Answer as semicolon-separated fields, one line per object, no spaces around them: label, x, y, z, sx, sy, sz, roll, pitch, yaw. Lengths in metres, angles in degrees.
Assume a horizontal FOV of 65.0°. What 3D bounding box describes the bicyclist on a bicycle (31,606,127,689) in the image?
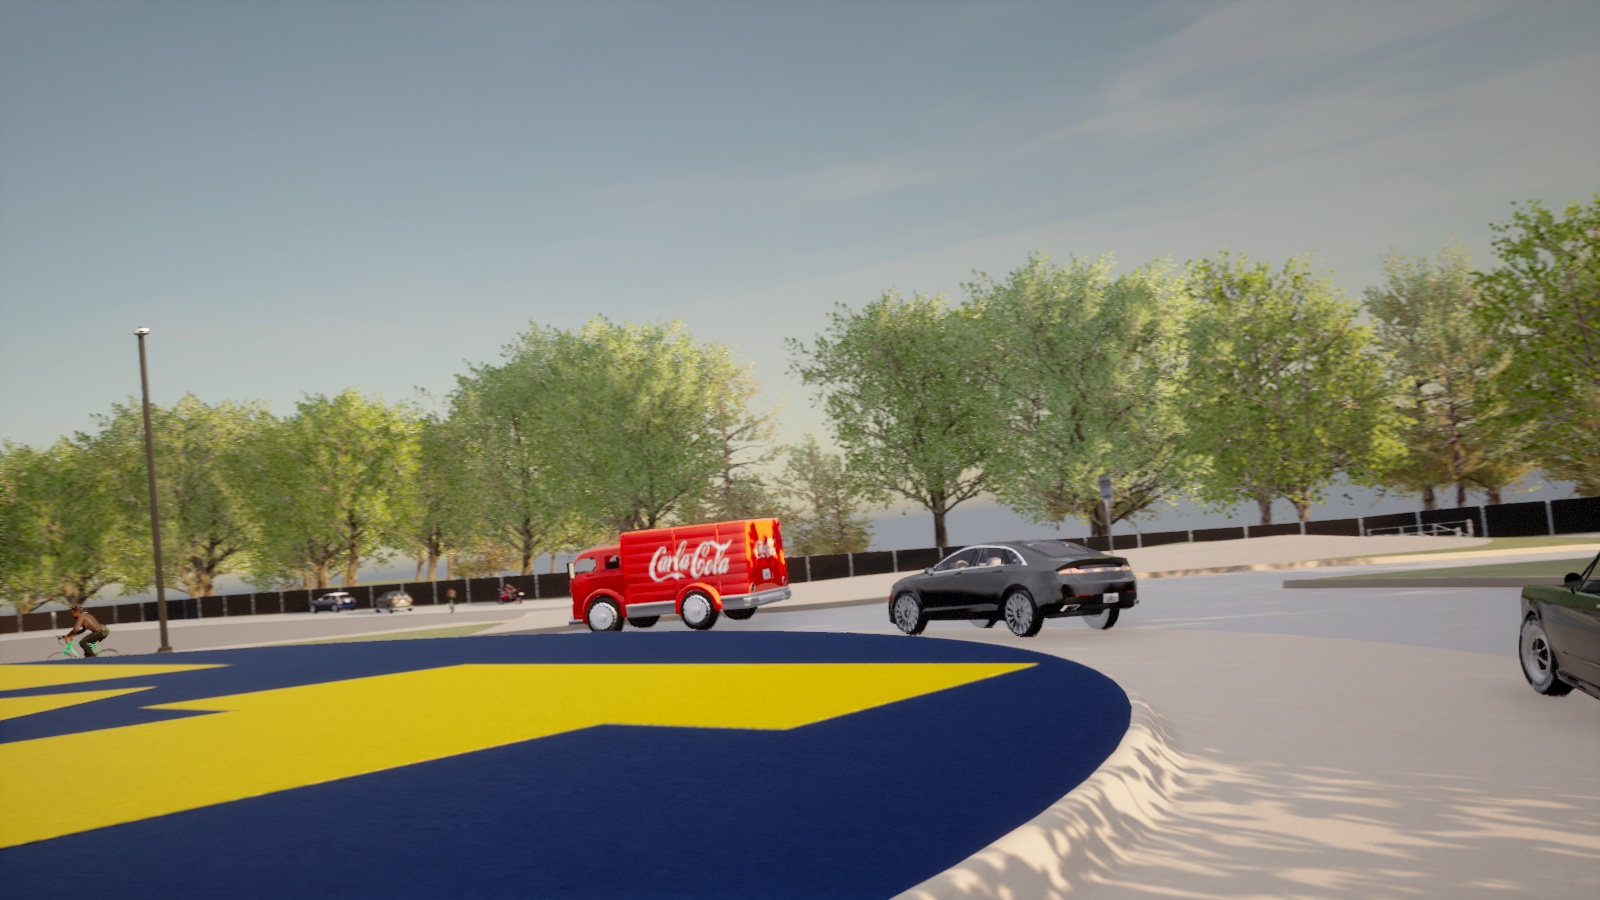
bicyclist on a bicycle;-15.413;4.224;26.883;1.656;1.620;0.582;-3;-9;-6

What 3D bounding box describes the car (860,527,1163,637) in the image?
car;3.288;2.202;20.660;2.128;1.511;4.902;0;-7;-32

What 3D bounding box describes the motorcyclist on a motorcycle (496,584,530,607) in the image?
motorcyclist on a motorcycle;-20.727;10.501;90.691;2.191;1.530;0.866;-6;-3;26

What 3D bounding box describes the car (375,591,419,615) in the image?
car;-29.753;11.298;92.696;1.789;1.549;3.705;-2;-3;-40

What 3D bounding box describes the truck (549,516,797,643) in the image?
truck;-3.107;3.149;30.761;5.204;2.467;2.627;-8;-4;22

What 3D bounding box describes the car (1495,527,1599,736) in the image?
car;6.141;1.149;8.272;1.895;1.301;4.718;-3;-4;19
